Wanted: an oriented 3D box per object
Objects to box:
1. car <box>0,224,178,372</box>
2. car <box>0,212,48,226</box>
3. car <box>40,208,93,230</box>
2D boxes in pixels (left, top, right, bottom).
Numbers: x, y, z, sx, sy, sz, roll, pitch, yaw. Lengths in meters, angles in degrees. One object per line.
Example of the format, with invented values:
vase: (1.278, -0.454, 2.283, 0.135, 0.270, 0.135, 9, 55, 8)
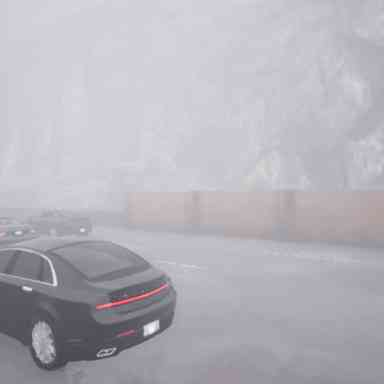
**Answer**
car: (-2.501, 1.555, 5.775, 4.892, 1.490, 1.837, -1, 0, 35)
car: (-8.918, 1.697, 14.653, 5.357, 1.411, 2.033, -1, 0, 36)
car: (-7.386, 1.659, 17.860, 4.892, 1.490, 1.837, -1, 0, 35)
